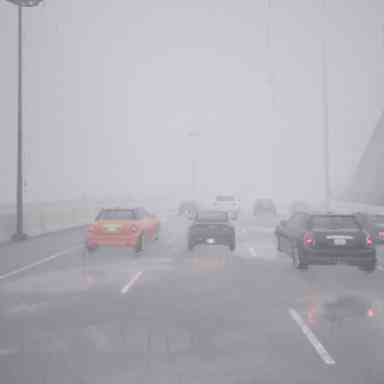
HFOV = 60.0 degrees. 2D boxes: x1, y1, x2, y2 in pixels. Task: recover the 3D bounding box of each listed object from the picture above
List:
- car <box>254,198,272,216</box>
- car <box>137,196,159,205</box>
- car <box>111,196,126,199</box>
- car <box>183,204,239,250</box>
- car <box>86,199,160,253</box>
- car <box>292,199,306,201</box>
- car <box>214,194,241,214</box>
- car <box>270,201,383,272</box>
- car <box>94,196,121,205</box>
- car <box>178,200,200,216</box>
[{"bbox_3d":[7.181,1.375,32.857,2.097,1.767,4.553,0,0,11],"label":"car"},{"bbox_3d":[-7.730,1.475,58.673,1.882,1.535,5.008,0,0,19],"label":"car"},{"bbox_3d":[-11.625,1.493,58.048,1.837,1.490,4.892,0,0,18],"label":"car"},{"bbox_3d":[0.885,1.510,14.431,1.837,1.490,4.892,0,0,5],"label":"car"},{"bbox_3d":[-2.664,1.350,13.930,2.097,1.767,4.553,0,0,4],"label":"car"},{"bbox_3d":[11.221,1.509,35.032,1.882,1.535,5.008,0,0,12],"label":"car"},{"bbox_3d":[3.420,1.236,32.062,2.150,2.045,5.566,0,0,11],"label":"car"},{"bbox_3d":[4.132,1.363,11.071,2.097,1.767,4.553,0,0,4],"label":"car"},{"bbox_3d":[-14.988,1.530,59.130,2.033,1.411,5.357,0,0,18],"label":"car"},{"bbox_3d":[-0.049,1.512,32.449,1.837,1.490,4.892,0,0,11],"label":"car"}]
